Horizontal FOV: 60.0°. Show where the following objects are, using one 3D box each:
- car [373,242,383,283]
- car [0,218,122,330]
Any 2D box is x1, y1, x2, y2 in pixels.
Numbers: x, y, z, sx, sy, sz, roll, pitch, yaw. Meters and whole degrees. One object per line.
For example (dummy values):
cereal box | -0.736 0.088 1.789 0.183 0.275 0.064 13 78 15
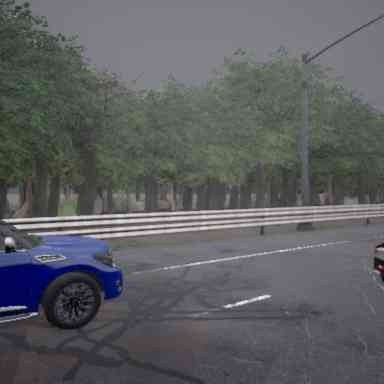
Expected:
car | 6.374 1.490 8.138 4.902 1.511 2.128 0 0 -34
car | -3.936 1.221 5.223 5.566 2.045 2.150 0 0 -36
